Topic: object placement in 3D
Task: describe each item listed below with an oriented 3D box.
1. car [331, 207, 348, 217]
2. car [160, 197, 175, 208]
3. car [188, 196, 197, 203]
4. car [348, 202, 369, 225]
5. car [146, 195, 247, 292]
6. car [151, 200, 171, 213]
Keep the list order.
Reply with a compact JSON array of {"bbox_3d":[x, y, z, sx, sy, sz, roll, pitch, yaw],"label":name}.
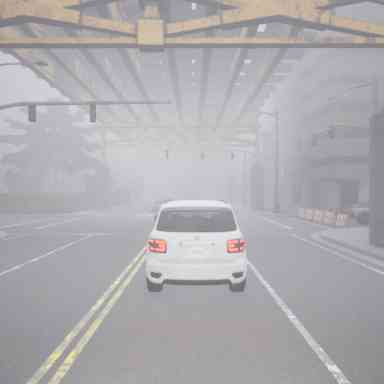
[{"bbox_3d":[13.653,1.295,26.257,4.536,1.218,1.853,0,0,25],"label":"car"},{"bbox_3d":[-3.556,1.526,49.028,1.812,1.442,4.674,0,0,0],"label":"car"},{"bbox_3d":[0.147,1.525,68.196,1.812,1.442,4.674,0,0,0],"label":"car"},{"bbox_3d":[13.277,1.453,22.120,4.974,1.542,2.038,0,0,-20],"label":"car"},{"bbox_3d":[0.085,1.221,9.075,2.150,2.045,5.566,0,0,0],"label":"car"},{"bbox_3d":[-3.571,1.601,38.743,1.895,1.301,4.718,0,0,0],"label":"car"}]
